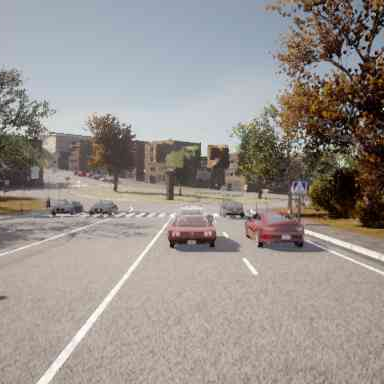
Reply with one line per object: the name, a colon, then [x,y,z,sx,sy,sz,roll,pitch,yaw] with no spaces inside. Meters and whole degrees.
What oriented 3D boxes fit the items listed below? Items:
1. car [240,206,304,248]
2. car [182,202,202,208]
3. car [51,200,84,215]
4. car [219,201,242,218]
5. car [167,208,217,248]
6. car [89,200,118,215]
car: [3.500,1.522,14.664,1.812,1.442,4.674,0,0,0]
car: [0.001,1.554,29.697,1.895,1.301,4.718,0,0,0]
car: [-11.999,1.517,32.263,1.994,1.385,4.181,0,0,0]
car: [3.501,1.501,29.667,2.033,1.411,5.357,0,0,0]
car: [0.000,1.605,14.695,1.895,1.301,4.718,0,0,0]
car: [-8.499,1.517,32.262,1.994,1.385,4.181,0,0,0]
